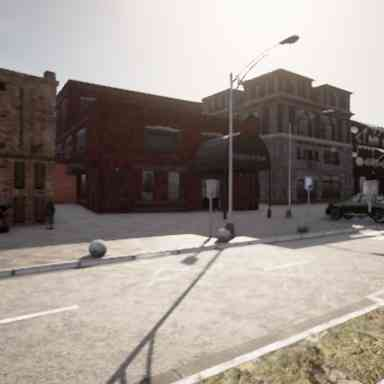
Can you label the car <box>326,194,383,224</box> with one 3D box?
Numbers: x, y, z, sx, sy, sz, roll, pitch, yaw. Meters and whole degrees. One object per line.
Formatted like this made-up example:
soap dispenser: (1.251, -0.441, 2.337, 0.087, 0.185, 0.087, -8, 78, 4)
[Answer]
car: (12.787, 1.148, 24.614, 2.435, 2.045, 5.566, 0, 0, -35)
